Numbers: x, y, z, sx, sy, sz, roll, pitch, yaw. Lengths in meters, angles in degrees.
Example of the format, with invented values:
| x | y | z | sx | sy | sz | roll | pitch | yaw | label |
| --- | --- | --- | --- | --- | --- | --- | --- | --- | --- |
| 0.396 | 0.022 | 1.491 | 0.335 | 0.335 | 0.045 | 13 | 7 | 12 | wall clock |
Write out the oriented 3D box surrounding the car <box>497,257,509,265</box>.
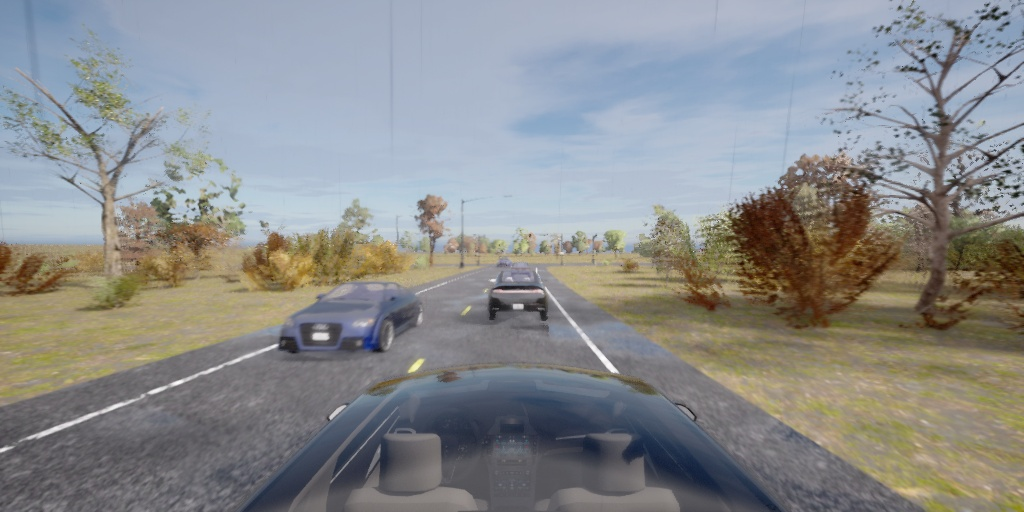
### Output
| x | y | z | sx | sy | sz | roll | pitch | yaw | label |
| --- | --- | --- | --- | --- | --- | --- | --- | --- | --- |
| -1.257 | 0.971 | 58.414 | 2.097 | 1.767 | 4.553 | 0 | 0 | 5 | car |

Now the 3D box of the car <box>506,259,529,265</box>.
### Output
| x | y | z | sx | sy | sz | roll | pitch | yaw | label |
| --- | --- | --- | --- | --- | --- | --- | --- | --- | --- |
| 0.844 | 1.251 | 33.627 | 2.033 | 1.411 | 5.357 | 0 | 0 | 3 | car |

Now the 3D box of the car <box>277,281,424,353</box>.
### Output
| x | y | z | sx | sy | sz | roll | pitch | yaw | label |
| --- | --- | --- | --- | --- | --- | --- | --- | --- | --- |
| -3.535 | 1.305 | 8.656 | 1.994 | 1.385 | 4.181 | 0 | 0 | 1 | car |

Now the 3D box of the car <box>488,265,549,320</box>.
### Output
| x | y | z | sx | sy | sz | roll | pitch | yaw | label |
| --- | --- | --- | --- | --- | --- | --- | --- | --- | --- |
| 0.213 | 1.232 | 12.632 | 2.128 | 1.511 | 4.902 | 0 | 0 | 1 | car |
